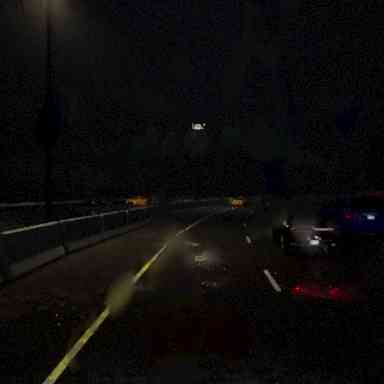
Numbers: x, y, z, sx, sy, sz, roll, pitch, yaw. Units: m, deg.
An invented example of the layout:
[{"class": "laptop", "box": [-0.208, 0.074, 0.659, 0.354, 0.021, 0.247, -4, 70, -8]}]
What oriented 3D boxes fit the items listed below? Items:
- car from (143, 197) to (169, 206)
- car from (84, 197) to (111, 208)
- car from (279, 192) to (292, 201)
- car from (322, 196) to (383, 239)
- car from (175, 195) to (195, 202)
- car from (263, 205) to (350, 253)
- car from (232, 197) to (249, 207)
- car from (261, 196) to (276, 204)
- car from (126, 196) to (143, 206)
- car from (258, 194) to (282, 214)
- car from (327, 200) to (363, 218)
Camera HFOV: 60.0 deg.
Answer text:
[{"class": "car", "box": [-5.230, 1.480, 52.568, 2.128, 1.511, 4.902, 0, 0, 19]}, {"class": "car", "box": [-13.777, 1.450, 48.716, 1.882, 1.535, 5.008, 0, 0, 17]}, {"class": "car", "box": [21.922, 1.112, 78.497, 2.150, 2.045, 5.566, 0, 0, 32]}, {"class": "car", "box": [8.331, 1.237, 17.518, 2.150, 2.045, 5.566, 0, 0, 7]}, {"class": "car", "box": [-1.103, 1.348, 53.777, 2.097, 1.767, 4.553, 0, 0, 20]}, {"class": "car", "box": [4.415, 1.499, 13.769, 2.128, 1.511, 4.902, 0, 0, 5]}, {"class": "car", "box": [7.372, 1.468, 50.010, 1.801, 1.575, 5.366, 0, 0, 19]}, {"class": "car", "box": [15.367, 1.496, 66.411, 1.837, 1.490, 4.892, 0, 0, 26]}, {"class": "car", "box": [-8.735, 1.459, 53.120, 1.882, 1.535, 5.008, 0, 0, 18]}, {"class": "car", "box": [8.196, 1.366, 35.542, 2.097, 1.767, 4.553, 0, 0, 13]}, {"class": "car", "box": [14.385, 1.574, 31.564, 2.033, 1.411, 5.357, 0, 0, 13]}]
